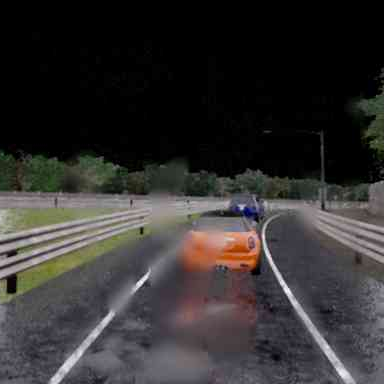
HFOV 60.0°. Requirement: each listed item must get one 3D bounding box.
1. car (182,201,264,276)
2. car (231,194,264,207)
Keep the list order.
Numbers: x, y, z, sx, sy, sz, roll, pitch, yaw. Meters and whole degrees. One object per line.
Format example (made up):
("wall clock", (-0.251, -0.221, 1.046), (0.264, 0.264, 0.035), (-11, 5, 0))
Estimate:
("car", (1.016, 1.351, 10.611), (2.097, 1.767, 4.553), (0, 0, 8))
("car", (4.250, 1.204, 25.625), (2.150, 2.045, 5.566), (-1, -1, 17))
